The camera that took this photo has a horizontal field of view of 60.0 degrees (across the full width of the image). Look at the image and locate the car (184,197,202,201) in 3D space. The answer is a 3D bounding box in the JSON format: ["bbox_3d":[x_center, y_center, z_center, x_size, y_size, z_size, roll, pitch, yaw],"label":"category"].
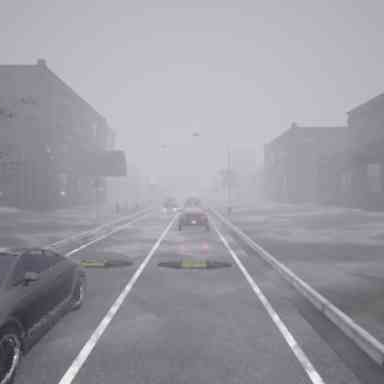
[{"bbox_3d":[0.084,1.347,39.086,2.097,1.767,4.553,0,0,0],"label":"car"}]

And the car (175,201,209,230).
[{"bbox_3d":[0.094,1.547,21.263,1.812,1.442,4.674,0,0,0],"label":"car"}]

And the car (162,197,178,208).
[{"bbox_3d":[-3.094,1.474,47.780,1.837,1.490,4.892,0,0,0],"label":"car"}]

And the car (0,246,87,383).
[{"bbox_3d":[-3.102,1.570,5.030,1.994,1.385,4.181,0,0,0],"label":"car"}]
